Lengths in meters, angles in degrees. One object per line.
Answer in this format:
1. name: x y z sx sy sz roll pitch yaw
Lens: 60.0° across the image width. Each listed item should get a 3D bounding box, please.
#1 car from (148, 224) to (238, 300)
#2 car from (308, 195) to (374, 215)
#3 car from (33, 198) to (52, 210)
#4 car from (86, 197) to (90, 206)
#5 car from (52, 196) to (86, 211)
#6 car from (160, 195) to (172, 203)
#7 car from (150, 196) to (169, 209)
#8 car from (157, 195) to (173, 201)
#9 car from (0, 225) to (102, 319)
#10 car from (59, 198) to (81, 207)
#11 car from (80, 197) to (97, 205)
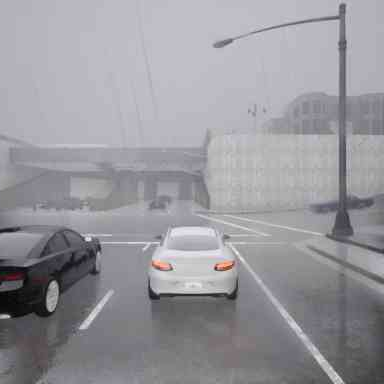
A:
1. car: 0.015 1.526 8.292 1.812 1.442 4.674 0 0 0
2. car: 12.041 1.012 27.154 4.718 1.301 1.895 -6 0 -1
3. car: -18.650 1.491 42.582 2.128 1.511 4.902 0 0 -2
4. car: -15.404 1.491 50.147 2.128 1.511 4.902 0 0 -2
5. car: -15.091 1.352 41.047 2.097 1.767 4.553 0 0 -2
6. car: -5.318 1.562 70.106 1.994 1.385 4.181 0 0 2
7. car: -4.514 1.564 44.211 1.994 1.385 4.181 0 0 -2
8. car: -6.800 1.500 83.575 1.837 1.490 4.892 0 0 24
9. car: -3.479 1.478 7.492 1.882 1.535 5.008 0 0 0
10. car: -18.962 1.601 51.840 1.895 1.301 4.718 0 0 -2
11. car: -19.259 1.601 62.010 1.895 1.301 4.718 0 0 -1
